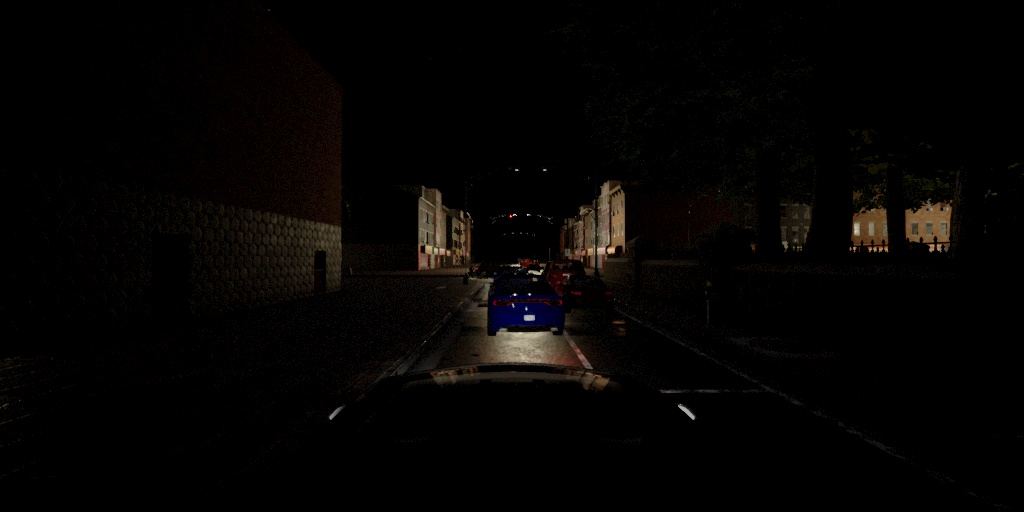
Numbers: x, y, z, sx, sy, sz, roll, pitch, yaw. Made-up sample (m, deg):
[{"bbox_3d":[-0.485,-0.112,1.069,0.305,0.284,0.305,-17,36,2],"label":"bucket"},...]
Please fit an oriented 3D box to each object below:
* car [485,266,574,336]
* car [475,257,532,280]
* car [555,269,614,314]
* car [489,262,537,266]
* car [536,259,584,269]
[{"bbox_3d":[0.226,1.230,10.481,1.882,1.535,5.008,0,0,-4],"label":"car"},{"bbox_3d":[-0.857,1.128,30.609,4.553,1.767,2.097,0,0,0],"label":"car"},{"bbox_3d":[2.635,1.336,13.555,1.802,1.307,4.207,0,0,0],"label":"car"},{"bbox_3d":[0.066,1.236,18.048,1.882,1.535,5.008,0,0,1],"label":"car"},{"bbox_3d":[2.634,1.074,19.004,2.192,1.841,5.009,0,0,0],"label":"car"}]
